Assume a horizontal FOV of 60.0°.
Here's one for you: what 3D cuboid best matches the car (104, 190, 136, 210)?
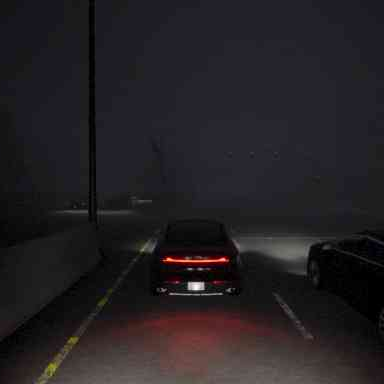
[{"bbox_3d":[-7.094,0.886,32.302,1.882,1.535,5.008,0,1,0],"label":"car"}]

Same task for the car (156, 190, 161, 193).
[{"bbox_3d":[-6.992,0.241,67.549,1.812,1.442,4.674,0,1,0],"label":"car"}]

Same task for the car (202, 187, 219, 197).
[{"bbox_3d":[3.613,0.109,65.412,2.097,1.767,4.553,0,1,0],"label":"car"}]

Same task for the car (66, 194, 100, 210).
[{"bbox_3d":[-10.594,0.946,32.831,2.033,1.411,5.357,0,1,0],"label":"car"}]

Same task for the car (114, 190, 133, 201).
[{"bbox_3d":[-10.582,0.506,51.650,1.882,1.535,5.008,0,2,0],"label":"car"}]

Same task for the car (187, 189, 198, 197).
[{"bbox_3d":[0.115,0.243,65.663,2.128,1.511,4.902,0,1,0],"label":"car"}]

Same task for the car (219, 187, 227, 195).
[{"bbox_3d":[7.016,-0.160,79.072,2.097,1.767,4.553,0,1,0],"label":"car"}]

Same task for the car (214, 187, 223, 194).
[{"bbox_3d":[7.017,-0.448,88.238,2.097,1.767,4.553,0,1,0],"label":"car"}]

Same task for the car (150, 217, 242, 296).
[{"bbox_3d":[0.078,1.379,8.325,1.837,1.490,4.892,0,1,0],"label":"car"}]

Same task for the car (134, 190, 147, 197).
[{"bbox_3d":[-10.486,0.297,68.493,1.895,1.301,4.718,0,1,0],"label":"car"}]

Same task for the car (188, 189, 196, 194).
[{"bbox_3d":[0.017,-0.153,88.271,2.033,1.411,5.357,0,1,0],"label":"car"}]

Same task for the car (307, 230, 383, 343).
[{"bbox_3d":[3.567,1.413,5.814,2.128,1.511,4.902,0,1,0],"label":"car"}]

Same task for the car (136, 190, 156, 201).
[{"bbox_3d":[-7.083,0.605,50.983,1.994,1.385,4.181,0,1,0],"label":"car"}]
